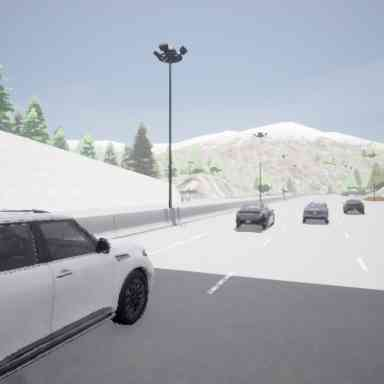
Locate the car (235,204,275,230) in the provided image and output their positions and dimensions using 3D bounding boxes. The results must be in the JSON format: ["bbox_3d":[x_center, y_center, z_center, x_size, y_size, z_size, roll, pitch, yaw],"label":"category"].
[{"bbox_3d":[4.143,1.496,21.461,2.128,1.511,4.902,0,0,22],"label":"car"}]

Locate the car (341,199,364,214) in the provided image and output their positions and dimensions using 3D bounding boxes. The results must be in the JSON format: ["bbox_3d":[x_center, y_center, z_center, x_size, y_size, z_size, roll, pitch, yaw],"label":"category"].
[{"bbox_3d":[17.267,1.514,35.677,1.837,1.490,4.892,0,0,22],"label":"car"}]

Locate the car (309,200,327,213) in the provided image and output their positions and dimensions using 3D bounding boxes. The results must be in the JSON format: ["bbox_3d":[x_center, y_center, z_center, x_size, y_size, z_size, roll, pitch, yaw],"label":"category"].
[{"bbox_3d":[14.893,1.611,39.197,1.895,1.301,4.718,0,0,21],"label":"car"}]

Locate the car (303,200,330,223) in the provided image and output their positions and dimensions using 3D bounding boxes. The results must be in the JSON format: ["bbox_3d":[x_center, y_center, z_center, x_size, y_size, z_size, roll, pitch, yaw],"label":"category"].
[{"bbox_3d":[9.661,1.554,25.920,2.033,1.411,5.357,0,0,22],"label":"car"}]

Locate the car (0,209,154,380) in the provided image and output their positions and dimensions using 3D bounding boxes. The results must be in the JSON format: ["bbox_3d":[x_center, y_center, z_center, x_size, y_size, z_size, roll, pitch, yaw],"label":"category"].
[{"bbox_3d":[-2.580,1.220,4.398,2.150,2.045,5.566,0,0,22],"label":"car"}]
